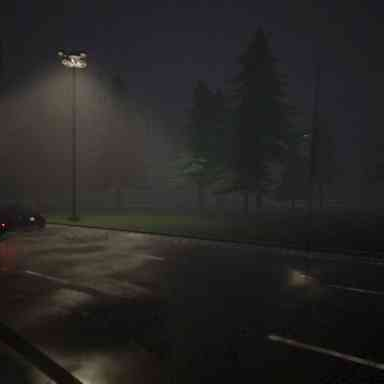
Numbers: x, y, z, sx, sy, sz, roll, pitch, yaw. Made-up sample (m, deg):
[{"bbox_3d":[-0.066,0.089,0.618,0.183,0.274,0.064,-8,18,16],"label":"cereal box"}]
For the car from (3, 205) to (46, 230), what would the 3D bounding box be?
[{"bbox_3d":[-10.840,1.518,20.337,4.181,1.385,1.994,0,0,36],"label":"car"}]

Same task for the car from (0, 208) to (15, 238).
[{"bbox_3d":[-10.804,1.561,16.009,4.718,1.301,1.895,0,0,36],"label":"car"}]
